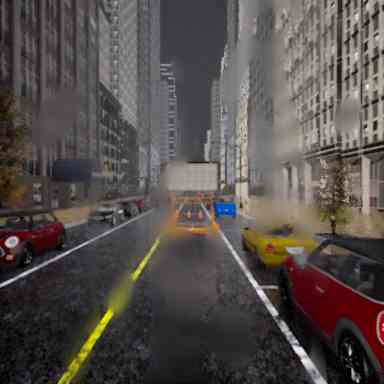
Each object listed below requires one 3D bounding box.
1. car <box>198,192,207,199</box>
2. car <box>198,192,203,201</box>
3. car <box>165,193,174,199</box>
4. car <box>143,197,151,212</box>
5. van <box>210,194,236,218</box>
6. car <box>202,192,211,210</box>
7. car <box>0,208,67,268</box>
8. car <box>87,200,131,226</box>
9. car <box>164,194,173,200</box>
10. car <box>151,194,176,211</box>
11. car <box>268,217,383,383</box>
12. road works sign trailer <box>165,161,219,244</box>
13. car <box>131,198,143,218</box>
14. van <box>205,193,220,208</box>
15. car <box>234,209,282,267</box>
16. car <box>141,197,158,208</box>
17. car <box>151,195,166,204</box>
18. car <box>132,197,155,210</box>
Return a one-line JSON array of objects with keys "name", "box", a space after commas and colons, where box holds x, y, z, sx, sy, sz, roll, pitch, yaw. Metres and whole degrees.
[{"name": "car", "box": [2.762, 0.860, 90.430, 2.192, 1.841, 5.009, -1, 0, 0]}, {"name": "car", "box": [2.744, 1.211, 67.696, 2.008, 1.369, 4.403, -1, 0, 0]}, {"name": "car", "box": [-5.622, 1.014, 84.754, 1.967, 1.590, 4.097, -1, 0, 0]}, {"name": "car", "box": [-5.668, 1.376, 33.603, 1.887, 1.381, 4.507, -1, 0, 0]}, {"name": "van", "box": [2.706, 1.201, 27.911, 1.690, 1.788, 3.998, -1, 0, 0]}, {"name": "car", "box": [2.715, 1.118, 39.278, 2.192, 1.841, 5.009, -1, 0, 0]}, {"name": "car", "box": [-5.689, 1.385, 10.868, 1.967, 1.590, 4.097, -1, 0, 0]}, {"name": "car", "box": [-5.678, 1.439, 22.236, 2.008, 1.369, 4.403, -1, 0, 0]}, {"name": "car", "box": [-5.626, 1.185, 79.071, 1.802, 1.307, 4.206, -1, 0, 0]}, {"name": "car", "box": [-3.061, 1.302, 37.765, 2.128, 1.511, 4.902, 0, 0, 0]}, {"name": "car", "box": [2.686, 1.414, 5.177, 1.967, 1.590, 4.097, -1, 0, 0]}, {"name": "road works sign trailer", "box": [0.014, 0.387, 15.257, 2.380, 3.560, 2.880, 0, 0, 0]}, {"name": "car", "box": [-5.673, 1.426, 27.919, 1.947, 1.339, 4.313, -1, 0, 0]}, {"name": "van", "box": [2.721, 1.116, 44.961, 1.690, 1.788, 3.998, -1, 0, 0]}, {"name": "car", "box": [2.692, 1.470, 11.031, 1.752, 1.417, 4.829, -1, 0, 0]}, {"name": "car", "box": [-5.657, 1.357, 44.970, 1.802, 1.307, 4.206, -1, 0, 0]}, {"name": "car", "box": [-5.647, 1.268, 56.337, 2.008, 1.369, 4.403, -1, 0, 0]}, {"name": "car", "box": [-5.663, 1.354, 39.286, 2.008, 1.369, 4.403, -1, 0, 0]}]
